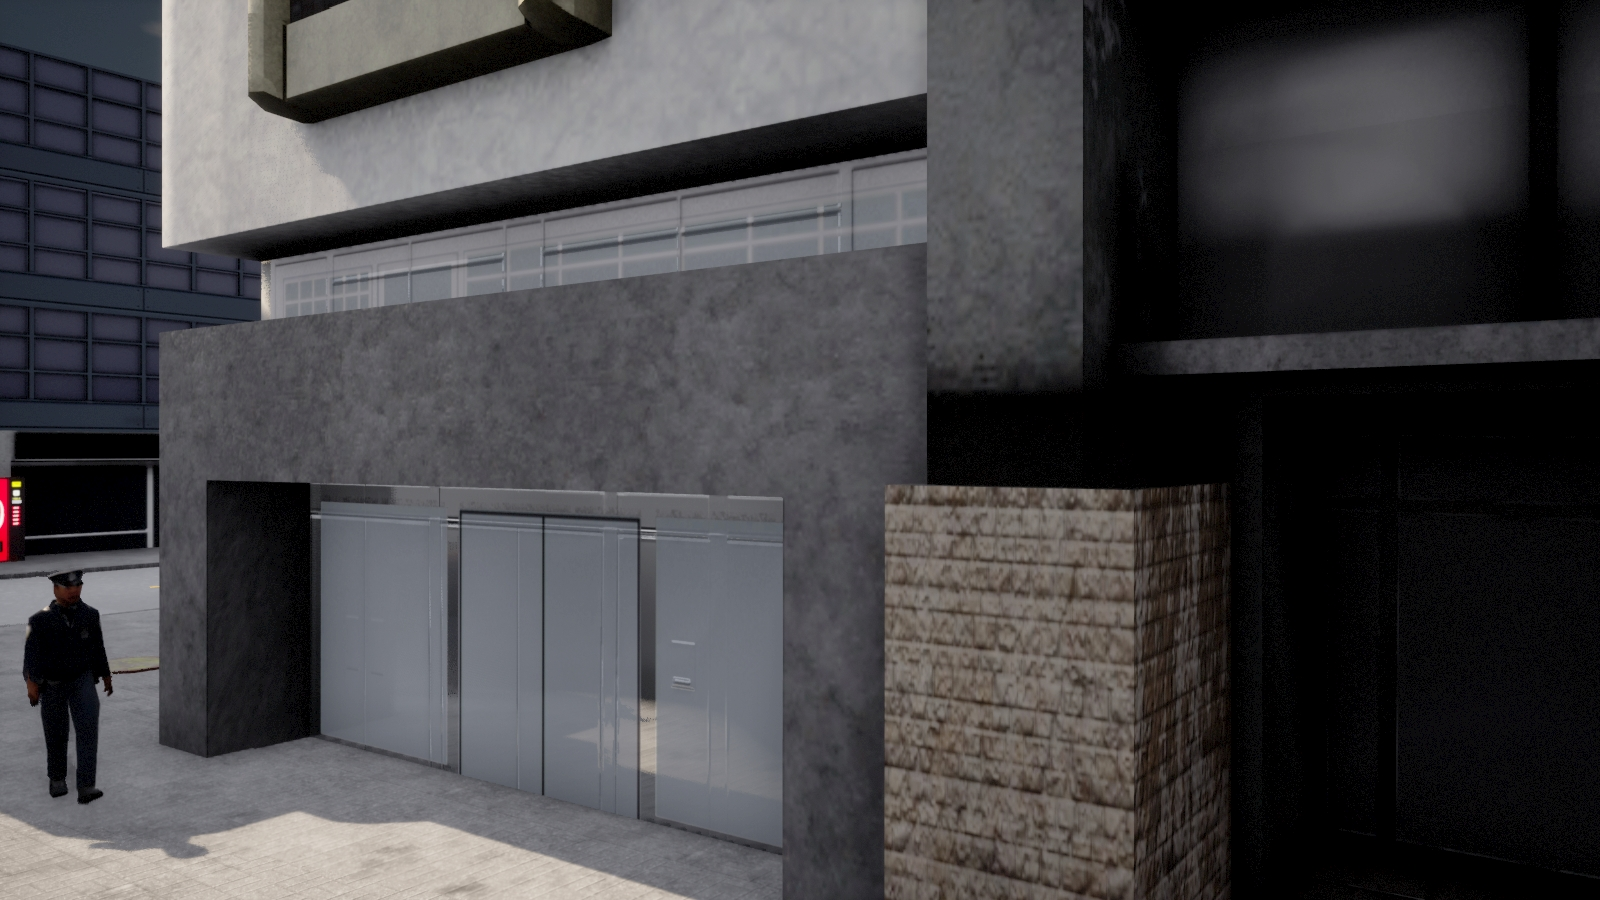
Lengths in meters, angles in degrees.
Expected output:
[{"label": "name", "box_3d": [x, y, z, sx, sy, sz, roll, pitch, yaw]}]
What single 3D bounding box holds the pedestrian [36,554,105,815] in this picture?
[{"label": "pedestrian", "box_3d": [-5.511, 1.743, 8.628, 0.375, 1.860, 0.375, 0, 0, -43]}]
